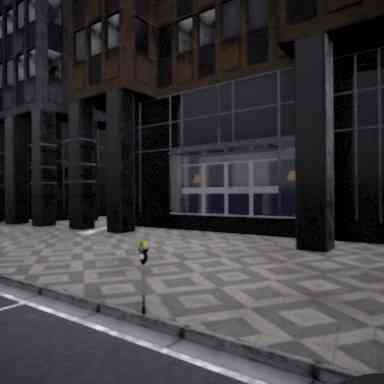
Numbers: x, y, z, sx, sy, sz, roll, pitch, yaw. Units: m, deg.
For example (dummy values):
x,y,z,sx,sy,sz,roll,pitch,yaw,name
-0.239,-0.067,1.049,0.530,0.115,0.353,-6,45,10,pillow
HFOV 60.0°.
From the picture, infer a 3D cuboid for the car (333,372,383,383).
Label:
x,y,z,sx,sy,sz,roll,pitch,yaw,name
2.576,1.536,1.126,4.403,1.369,2.008,-1,0,35,car
